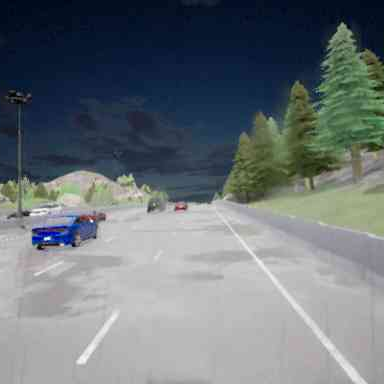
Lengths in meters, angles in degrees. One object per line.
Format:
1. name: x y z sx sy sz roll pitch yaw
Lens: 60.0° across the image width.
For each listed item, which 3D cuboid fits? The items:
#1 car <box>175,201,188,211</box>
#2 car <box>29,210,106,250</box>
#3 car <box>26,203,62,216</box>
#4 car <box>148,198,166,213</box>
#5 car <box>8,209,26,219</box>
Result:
1. car: -1.651 2.159 52.529 1.994 1.385 4.181 -3 -1 2
2. car: -6.310 1.929 17.177 1.882 1.535 5.008 -3 0 2
3. car: -19.566 2.564 45.007 2.150 2.045 5.566 -3 -1 2
4. car: -5.256 1.944 49.778 2.150 2.045 5.566 -3 -1 2
5. car: -23.039 3.077 45.190 1.994 1.385 4.181 -3 -1 2
